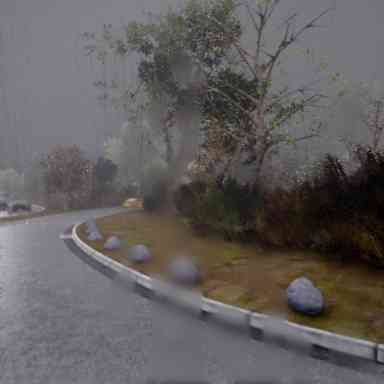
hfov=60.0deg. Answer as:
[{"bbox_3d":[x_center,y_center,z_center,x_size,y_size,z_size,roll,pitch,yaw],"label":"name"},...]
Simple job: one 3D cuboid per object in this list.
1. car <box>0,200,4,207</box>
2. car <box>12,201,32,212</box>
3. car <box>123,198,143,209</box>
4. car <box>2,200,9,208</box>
[{"bbox_3d":[-19.474,1.701,29.736,2.033,1.411,5.357,0,-1,-3],"label":"car"},{"bbox_3d":[-22.068,1.858,43.256,1.895,1.301,4.718,0,0,-21],"label":"car"},{"bbox_3d":[-8.434,1.662,49.463,1.882,1.535,5.008,0,1,15],"label":"car"},{"bbox_3d":[-29.694,1.902,51.769,1.895,1.301,4.718,0,0,-33],"label":"car"}]
